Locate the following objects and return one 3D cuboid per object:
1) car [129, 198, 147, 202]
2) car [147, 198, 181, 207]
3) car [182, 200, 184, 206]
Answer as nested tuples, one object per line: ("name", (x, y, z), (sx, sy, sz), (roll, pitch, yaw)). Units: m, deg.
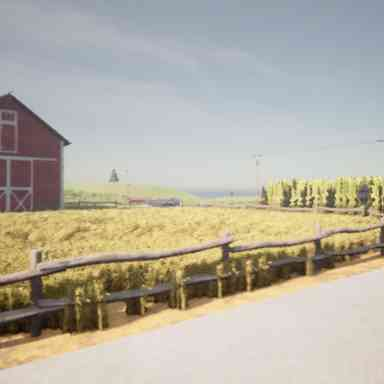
("car", (-9.483, 1.690, 61.493), (4.718, 1.301, 1.895), (0, 0, 33))
("car", (-4.177, 1.628, 49.316), (2.033, 1.411, 5.357), (0, 0, -35))
("car", (-3.015, 1.617, 53.400), (1.812, 1.442, 4.674), (0, 0, -35))
